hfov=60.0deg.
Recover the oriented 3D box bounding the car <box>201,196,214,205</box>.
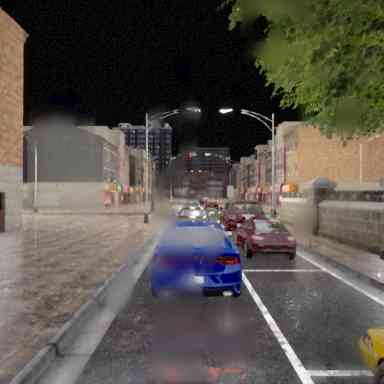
[{"bbox_3d":[2.570,1.595,44.267,1.887,1.381,4.507,1,0,0],"label":"car"}]

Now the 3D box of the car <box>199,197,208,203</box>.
[{"bbox_3d":[2.523,1.710,71.454,1.802,1.307,4.206,0,0,0],"label":"car"}]

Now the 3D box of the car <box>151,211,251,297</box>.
[{"bbox_3d":[0.084,1.479,8.639,1.882,1.535,5.008,0,0,0],"label":"car"}]

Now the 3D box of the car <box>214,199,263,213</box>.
[{"bbox_3d":[2.618,1.322,17.837,2.192,1.841,5.009,1,0,0],"label":"car"}]

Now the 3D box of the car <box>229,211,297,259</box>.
[{"bbox_3d":[2.624,1.585,12.388,1.802,1.307,4.206,1,0,0],"label":"car"}]

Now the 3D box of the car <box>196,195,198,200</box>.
[{"bbox_3d":[2.535,1.425,66.017,2.192,1.841,5.009,1,0,0],"label":"car"}]

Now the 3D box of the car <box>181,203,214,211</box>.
[{"bbox_3d":[0.069,1.556,18.578,2.033,1.411,5.357,0,0,0],"label":"car"}]

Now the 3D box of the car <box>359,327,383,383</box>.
[{"bbox_3d":[2.644,1.525,1.659,1.752,1.417,4.829,1,0,0],"label":"car"}]

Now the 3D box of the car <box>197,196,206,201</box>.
[{"bbox_3d":[2.495,1.743,87.766,2.008,1.369,4.403,0,0,0],"label":"car"}]

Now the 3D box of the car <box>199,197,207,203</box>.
[{"bbox_3d":[2.514,1.730,76.891,1.802,1.307,4.206,0,0,0],"label":"car"}]

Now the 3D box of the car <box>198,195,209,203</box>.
[{"bbox_3d":[2.542,1.637,60.579,1.887,1.381,4.507,1,0,0],"label":"car"}]
